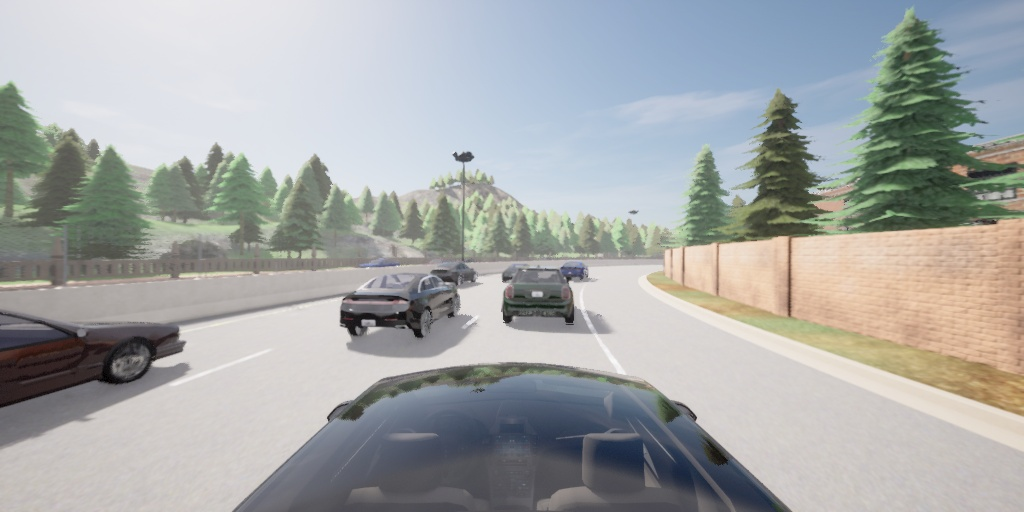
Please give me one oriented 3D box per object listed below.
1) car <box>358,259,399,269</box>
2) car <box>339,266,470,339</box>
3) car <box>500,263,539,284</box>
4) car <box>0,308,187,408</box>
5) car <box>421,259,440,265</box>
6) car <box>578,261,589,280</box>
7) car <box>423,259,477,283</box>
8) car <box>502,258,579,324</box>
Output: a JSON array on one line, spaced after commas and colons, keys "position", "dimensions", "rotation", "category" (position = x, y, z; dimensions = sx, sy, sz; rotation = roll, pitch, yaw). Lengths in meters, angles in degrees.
[{"position": [-14.235, 1.066, 38.467], "dimensions": [1.882, 1.535, 5.008], "rotation": [0, 0, 20], "category": "car"}, {"position": [-2.819, 1.207, 10.044], "dimensions": [2.128, 1.511, 4.902], "rotation": [0, 0, 6], "category": "car"}, {"position": [0.670, 1.249, 27.363], "dimensions": [1.994, 1.385, 4.181], "rotation": [0, 0, 16], "category": "car"}, {"position": [-6.808, 1.261, 3.896], "dimensions": [2.033, 1.411, 5.357], "rotation": [0, 0, 2], "category": "car"}, {"position": [-8.835, 1.079, 42.601], "dimensions": [1.882, 1.535, 5.008], "rotation": [0, 0, 23], "category": "car"}, {"position": [5.364, 1.175, 30.544], "dimensions": [1.882, 1.535, 5.008], "rotation": [0, 0, 19], "category": "car"}, {"position": [-3.848, 1.178, 24.215], "dimensions": [1.837, 1.490, 4.892], "rotation": [0, 0, 14], "category": "car"}, {"position": [0.953, 1.079, 12.108], "dimensions": [2.097, 1.767, 4.553], "rotation": [0, 0, 7], "category": "car"}]
